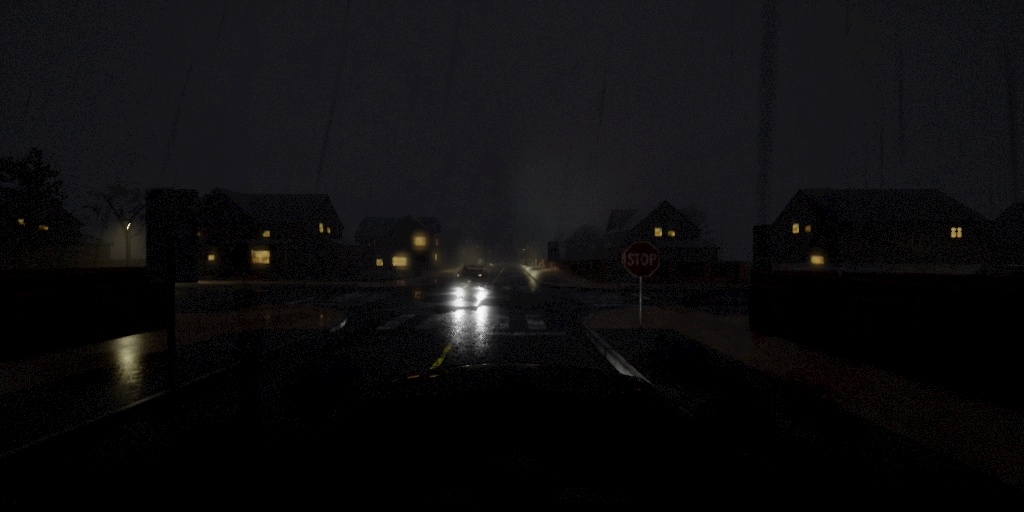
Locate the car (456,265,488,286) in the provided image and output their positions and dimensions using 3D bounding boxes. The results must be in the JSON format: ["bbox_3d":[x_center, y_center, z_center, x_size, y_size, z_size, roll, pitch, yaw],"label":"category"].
[{"bbox_3d":[-2.762,1.348,25.393,1.895,1.301,4.718,0,0,0],"label":"car"}]

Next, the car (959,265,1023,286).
[{"bbox_3d":[25.258,1.240,18.332,4.553,1.767,2.097,0,0,0],"label":"car"}]
